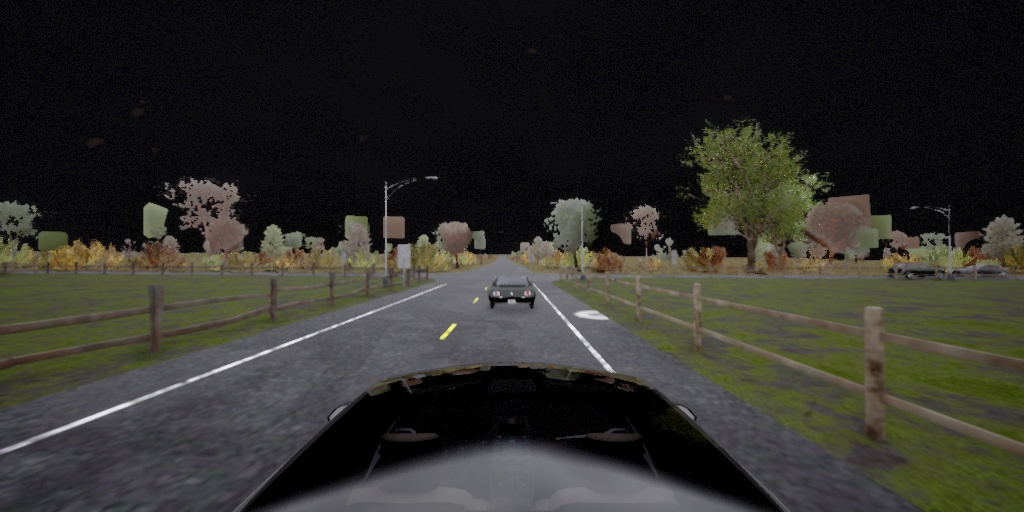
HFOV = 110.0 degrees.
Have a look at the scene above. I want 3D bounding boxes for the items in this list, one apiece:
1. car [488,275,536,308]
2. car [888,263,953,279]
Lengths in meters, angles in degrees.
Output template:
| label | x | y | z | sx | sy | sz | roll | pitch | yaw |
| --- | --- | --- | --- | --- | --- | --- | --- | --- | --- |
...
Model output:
| label | x | y | z | sx | sy | sz | roll | pitch | yaw |
| --- | --- | --- | --- | --- | --- | --- | --- | --- | --- |
| car | 0.001 | 1.485 | 15.964 | 1.895 | 1.301 | 4.718 | 0 | 0 | 0 |
| car | 44.369 | 1.524 | 39.295 | 4.553 | 1.767 | 2.097 | 0 | -1 | 4 |
